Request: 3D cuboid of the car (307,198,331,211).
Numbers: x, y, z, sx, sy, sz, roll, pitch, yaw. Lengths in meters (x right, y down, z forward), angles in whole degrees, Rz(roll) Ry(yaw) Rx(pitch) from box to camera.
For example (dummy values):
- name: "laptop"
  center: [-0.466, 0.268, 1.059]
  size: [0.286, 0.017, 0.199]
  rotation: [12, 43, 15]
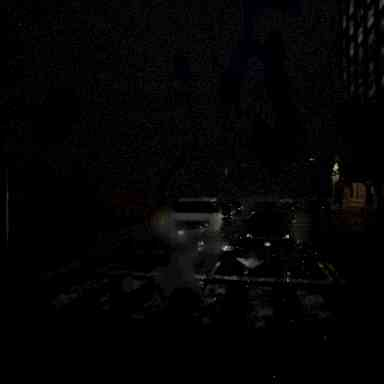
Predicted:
- name: "car"
  center: [15.845, 1.569, 41.189]
  size: [1.837, 1.490, 4.892]
  rotation: [0, 0, 12]

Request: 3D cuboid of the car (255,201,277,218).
- name: "car"
  center: [7.191, 1.654, 32.455]
  size: [1.994, 1.385, 4.181]
  rotation: [0, 0, 12]

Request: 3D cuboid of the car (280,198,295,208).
- name: "car"
  center: [14.891, 1.685, 52.062]
  size: [1.994, 1.385, 4.181]
  rotation: [0, 0, 12]

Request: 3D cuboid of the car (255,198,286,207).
- name: "car"
  center: [5.067, 1.413, 22.745]
  size: [2.097, 1.767, 4.553]
  rotation: [0, 0, 12]

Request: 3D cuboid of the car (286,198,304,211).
- name: "car"
  center: [13.004, 1.697, 43.375]
  size: [1.895, 1.301, 4.718]
  rotation: [0, 0, 12]

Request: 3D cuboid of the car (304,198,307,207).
- name: "car"
  center: [18.066, 1.619, 51.369]
  size: [1.812, 1.442, 4.674]
  rotation: [0, 0, 12]

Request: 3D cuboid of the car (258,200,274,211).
- name: "car"
  center: [9.534, 1.721, 42.983]
  size: [1.895, 1.301, 4.718]
  rotation: [0, 0, 13]

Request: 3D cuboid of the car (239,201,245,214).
- name: "car"
  center: [4.408, 1.648, 34.923]
  size: [1.812, 1.442, 4.674]
  rotation: [0, 0, 13]

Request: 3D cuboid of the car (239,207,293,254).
- name: "car"
  center: [3.139, 1.560, 13.917]
  size: [1.812, 1.442, 4.674]
  rotation: [0, 0, 12]

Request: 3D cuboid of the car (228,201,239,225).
- name: "car"
  center: [2.256, 1.598, 25.107]
  size: [1.837, 1.490, 4.892]
  rotation: [0, 0, 12]

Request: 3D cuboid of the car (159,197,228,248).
- name: "car"
  center: [0.189, 1.286, 15.656]
  size: [2.150, 2.045, 5.566]
  rotation: [0, 0, 12]
